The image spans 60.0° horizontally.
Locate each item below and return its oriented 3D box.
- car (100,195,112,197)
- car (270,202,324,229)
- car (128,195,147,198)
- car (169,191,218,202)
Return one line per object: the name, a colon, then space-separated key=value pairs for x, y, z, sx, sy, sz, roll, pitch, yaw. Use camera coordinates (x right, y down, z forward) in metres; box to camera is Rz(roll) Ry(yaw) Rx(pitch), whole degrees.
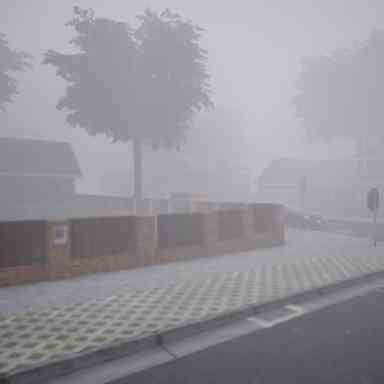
car: x=-11.613 y=1.078 z=44.903 sx=1.895 sy=1.301 sz=4.718 roll=0 pitch=1 yaw=-35
car: x=5.762 y=1.360 z=20.429 sx=1.812 sy=1.442 sz=4.674 roll=0 pitch=1 yaw=-36
car: x=-5.912 y=1.090 z=36.839 sx=2.128 sy=1.511 sz=4.902 roll=0 pitch=1 yaw=-35
car: x=0.025 y=0.940 z=28.462 sx=2.150 sy=2.045 sz=5.566 roll=0 pitch=1 yaw=-36
